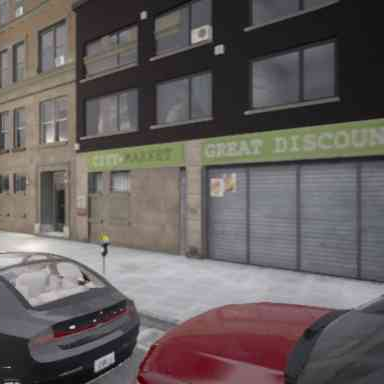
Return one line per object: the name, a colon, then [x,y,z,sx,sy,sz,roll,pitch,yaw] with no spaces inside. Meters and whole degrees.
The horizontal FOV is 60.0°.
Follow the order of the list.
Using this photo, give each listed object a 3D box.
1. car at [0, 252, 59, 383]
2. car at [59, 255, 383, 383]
car: [-2.697,1.550,4.771,4.403,1.369,2.008,0,0,35]
car: [1.852,1.315,1.530,5.009,1.841,2.192,0,0,35]
